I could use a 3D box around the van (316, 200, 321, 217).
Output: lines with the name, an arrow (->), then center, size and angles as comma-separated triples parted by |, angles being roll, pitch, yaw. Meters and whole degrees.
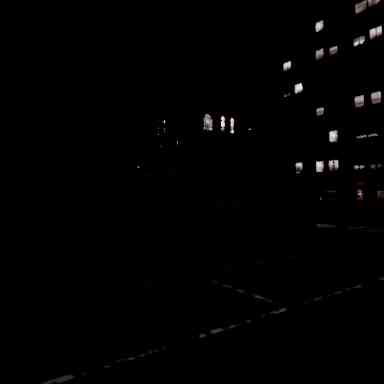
van -> 10.557, 1.629, 32.580 | 1.690, 1.788, 3.998 | -1, 0, -36
